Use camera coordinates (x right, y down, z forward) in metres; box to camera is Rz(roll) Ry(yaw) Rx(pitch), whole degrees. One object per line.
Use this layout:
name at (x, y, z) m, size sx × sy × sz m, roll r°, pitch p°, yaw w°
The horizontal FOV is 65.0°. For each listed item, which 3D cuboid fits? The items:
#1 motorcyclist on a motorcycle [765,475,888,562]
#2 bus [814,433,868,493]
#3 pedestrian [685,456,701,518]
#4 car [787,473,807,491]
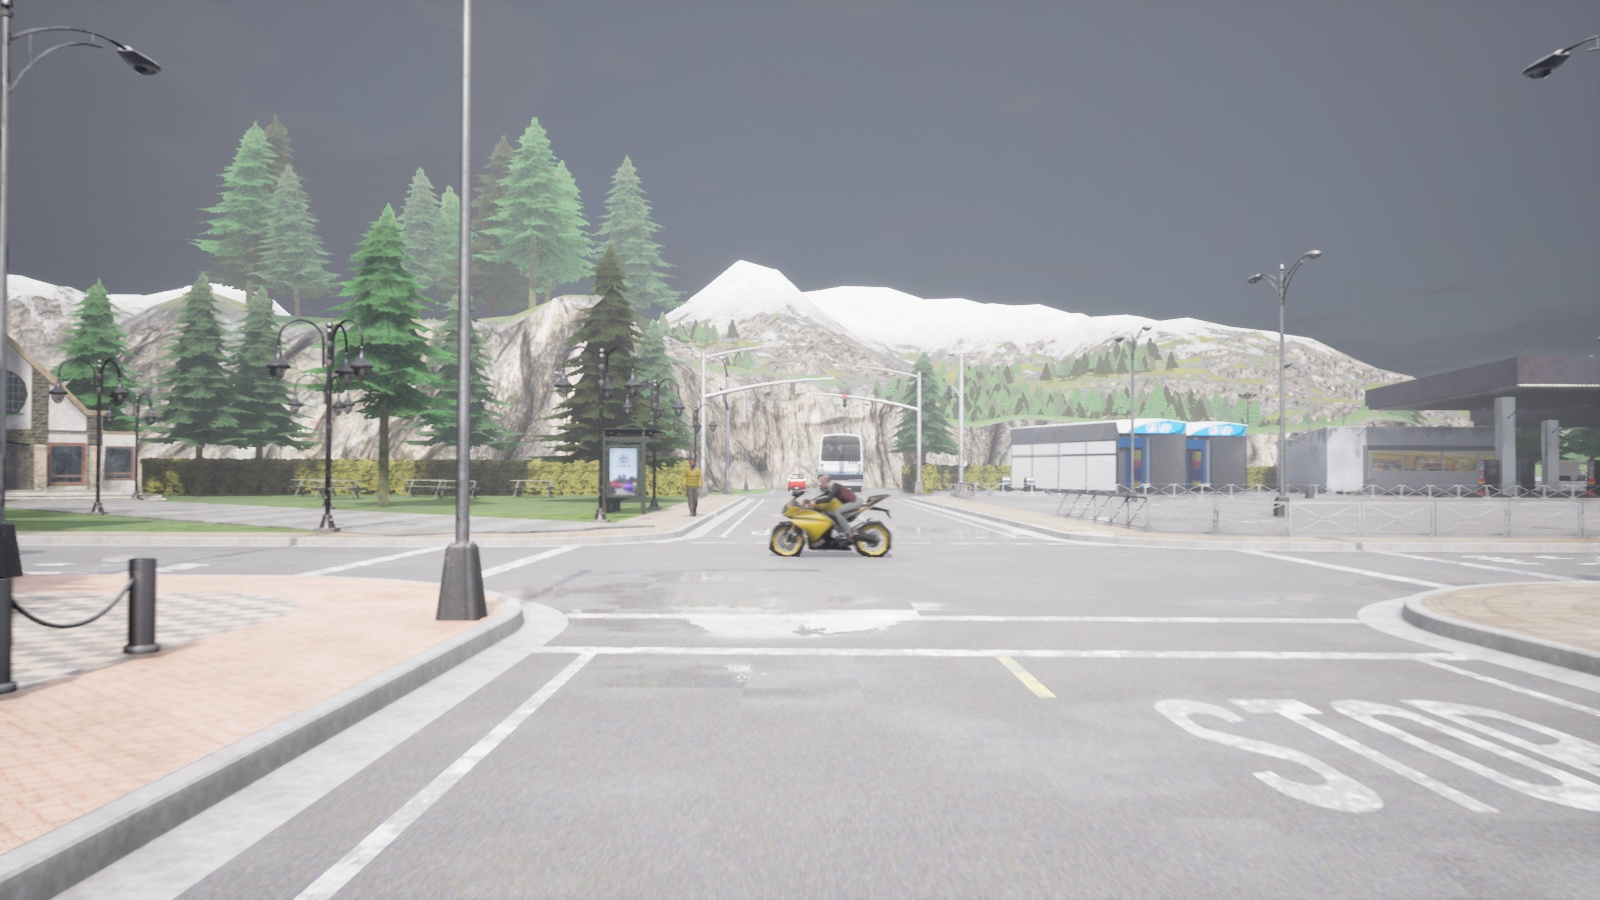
motorcyclist on a motorcycle at (0.477, 1.224, 22.769) m, size 2.191 × 1.530 × 0.866 m, roll 0°, pitch -1°, yaw 0°
bus at (3.186, 1.023, 95.429) m, size 3.944 × 4.253 × 10.273 m, roll 0°, pitch -1°, yaw 3°
pedestrian at (-3.244, 1.121, 38.131) m, size 0.431 × 1.840 × 0.709 m, roll 0°, pitch -1°, yaw -2°
car at (-0.224, 2.487, 96.549) m, size 1.481 × 1.376 × 2.207 m, roll 0°, pitch -1°, yaw 0°
